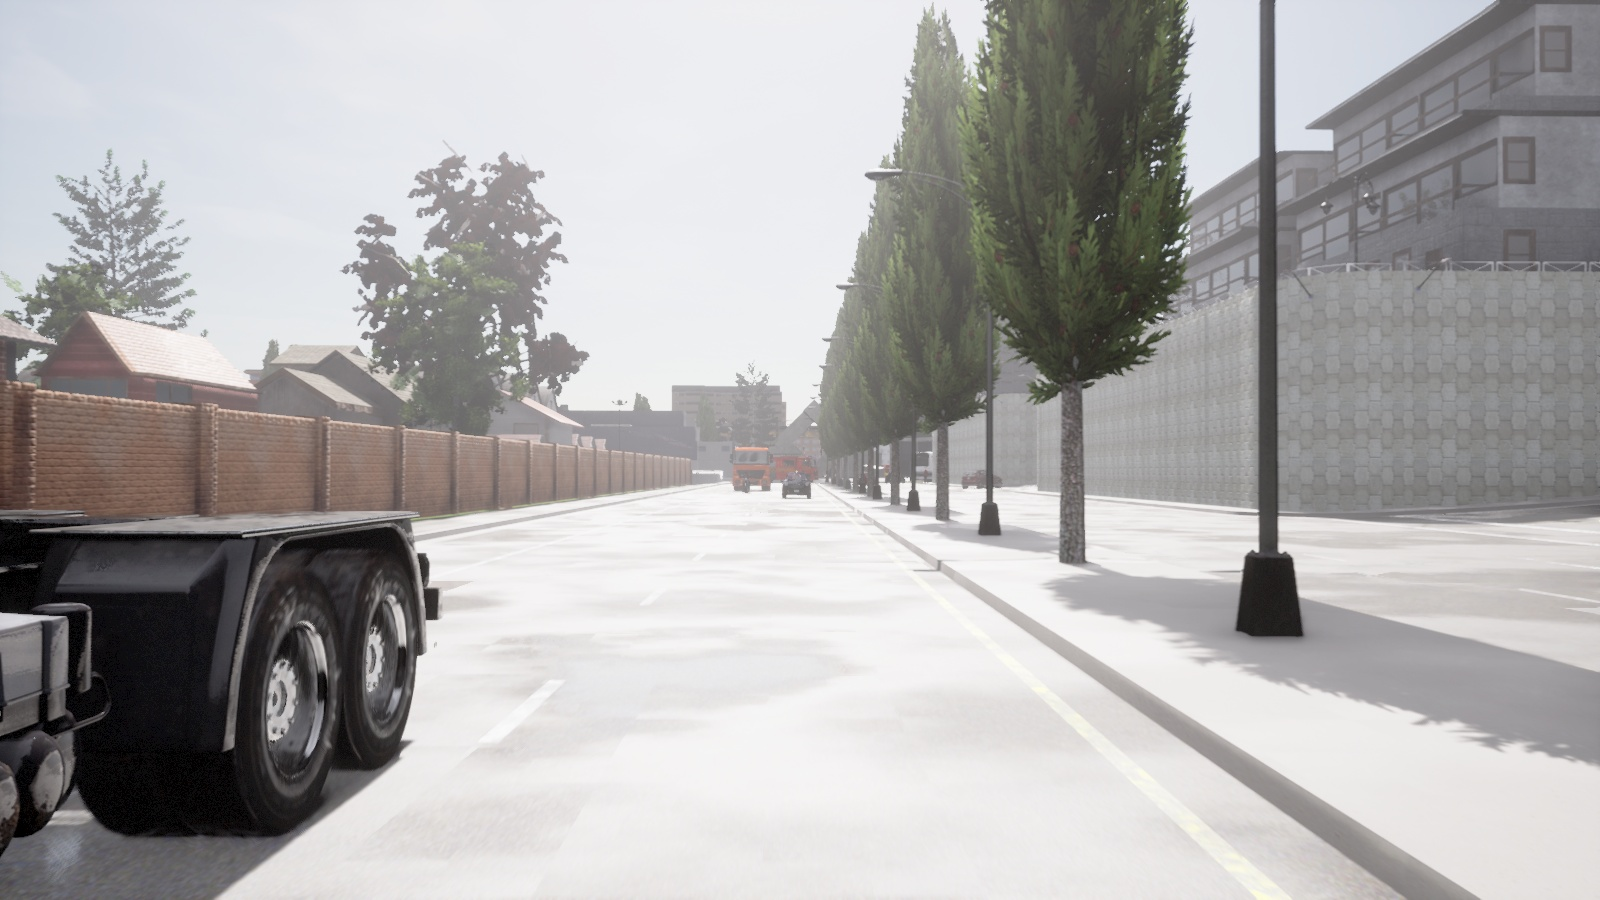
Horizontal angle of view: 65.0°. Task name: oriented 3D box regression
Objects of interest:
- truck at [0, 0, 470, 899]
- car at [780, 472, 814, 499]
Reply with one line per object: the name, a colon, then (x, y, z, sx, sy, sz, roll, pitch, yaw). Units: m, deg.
truck: (-3.514, -0.087, 3.941, 2.891, 3.462, 7.936, 0, -1, 0)
car: (-0.174, 2.032, 71.819, 1.845, 1.501, 3.633, 0, -1, 0)
